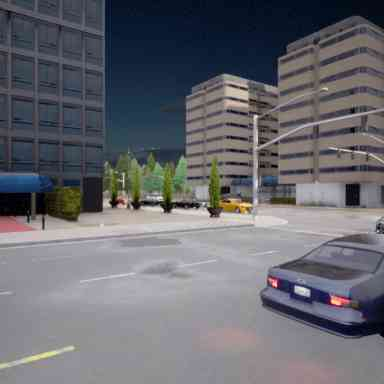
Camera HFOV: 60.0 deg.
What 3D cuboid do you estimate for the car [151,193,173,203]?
[{"bbox_3d":[-6.280,1.216,69.890,2.150,2.045,5.566,0,0,-35],"label":"car"}]

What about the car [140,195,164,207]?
[{"bbox_3d":[-6.165,1.597,51.151,1.895,1.301,4.718,0,0,-35],"label":"car"}]

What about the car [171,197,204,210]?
[{"bbox_3d":[-0.893,1.597,43.619,1.895,1.301,4.718,0,0,-35],"label":"car"}]

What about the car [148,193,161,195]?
[{"bbox_3d":[-5.810,1.217,56.766,2.150,2.045,5.566,0,0,-34],"label":"car"}]

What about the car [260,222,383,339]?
[{"bbox_3d":[3.719,1.546,6.473,5.357,1.411,2.033,0,0,-35],"label":"car"}]

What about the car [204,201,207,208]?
[{"bbox_3d":[0.254,1.487,48.083,2.128,1.511,4.902,0,0,-35],"label":"car"}]

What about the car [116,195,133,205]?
[{"bbox_3d":[-12.002,1.348,59.555,2.097,1.767,4.553,0,0,-35],"label":"car"}]

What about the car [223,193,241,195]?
[{"bbox_3d":[5.660,1.215,52.905,2.150,2.045,5.566,0,0,-35],"label":"car"}]

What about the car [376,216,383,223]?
[{"bbox_3d":[10.840,1.349,16.059,4.553,1.767,2.097,0,0,-36],"label":"car"}]

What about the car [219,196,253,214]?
[{"bbox_3d":[4.467,1.474,35.964,1.882,1.535,5.008,0,0,-35],"label":"car"}]
